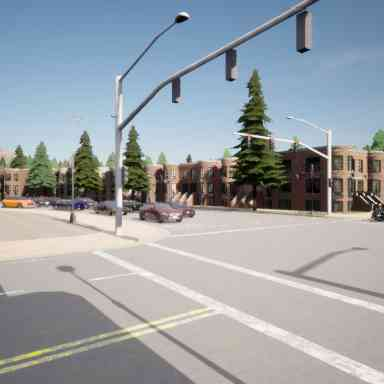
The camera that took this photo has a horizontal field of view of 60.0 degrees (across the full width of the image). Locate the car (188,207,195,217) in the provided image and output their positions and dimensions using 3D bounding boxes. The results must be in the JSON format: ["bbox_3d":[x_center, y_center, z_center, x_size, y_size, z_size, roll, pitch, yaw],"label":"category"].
[{"bbox_3d":[-1.529,1.564,30.097,1.994,1.385,4.181,0,0,-37],"label":"car"}]

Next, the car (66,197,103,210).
[{"bbox_3d":[-14.230,1.492,43.868,4.902,1.511,2.128,0,0,36],"label":"car"}]

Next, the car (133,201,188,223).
[{"bbox_3d":[-2.520,1.526,25.579,1.812,1.442,4.674,0,0,-35],"label":"car"}]

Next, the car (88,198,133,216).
[{"bbox_3d":[-8.191,1.547,33.265,2.033,1.411,5.357,0,0,-38],"label":"car"}]

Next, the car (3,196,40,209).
[{"bbox_3d":[-23.589,1.352,45.454,4.553,1.767,2.097,0,0,25],"label":"car"}]

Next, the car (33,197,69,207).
[{"bbox_3d":[-22.359,1.547,52.808,5.357,1.411,2.033,0,0,22],"label":"car"}]

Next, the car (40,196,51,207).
[{"bbox_3d":[-23.175,1.492,49.133,4.902,1.511,2.128,0,0,23],"label":"car"}]

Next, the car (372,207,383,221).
[{"bbox_3d":[15.932,1.505,25.125,4.892,1.490,1.837,0,1,-19],"label":"car"}]

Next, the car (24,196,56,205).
[{"bbox_3d":[-26.332,1.477,57.714,5.008,1.535,1.882,0,0,17],"label":"car"}]

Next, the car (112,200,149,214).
[{"bbox_3d":[-6.883,1.601,37.031,1.895,1.301,4.718,0,0,-41],"label":"car"}]

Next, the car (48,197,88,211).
[{"bbox_3d":[-14.873,1.601,40.046,4.718,1.301,1.895,0,0,38],"label":"car"}]
